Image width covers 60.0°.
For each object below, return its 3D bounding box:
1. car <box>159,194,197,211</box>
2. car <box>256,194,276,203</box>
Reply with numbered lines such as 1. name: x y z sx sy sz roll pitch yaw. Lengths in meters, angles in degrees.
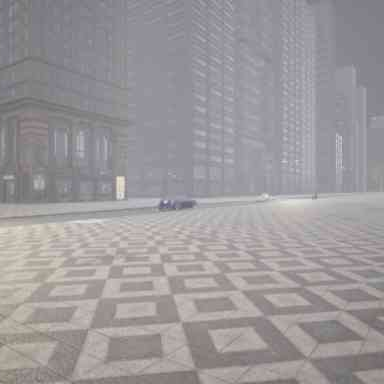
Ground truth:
1. car: -1.372 1.020 34.441 2.097 1.767 4.553 0 1 35
2. car: 11.691 0.972 52.801 1.812 1.442 4.674 0 1 35
